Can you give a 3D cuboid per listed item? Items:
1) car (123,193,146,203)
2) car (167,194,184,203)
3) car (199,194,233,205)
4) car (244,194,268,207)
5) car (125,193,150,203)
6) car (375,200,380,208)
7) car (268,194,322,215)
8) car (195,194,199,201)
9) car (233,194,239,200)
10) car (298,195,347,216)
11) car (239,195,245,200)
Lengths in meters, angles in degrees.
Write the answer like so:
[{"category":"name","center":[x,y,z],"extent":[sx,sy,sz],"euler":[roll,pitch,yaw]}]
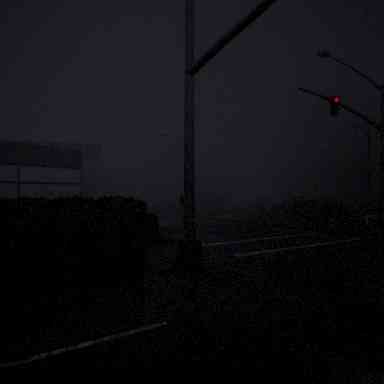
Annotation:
[{"category":"car","center":[-10.972,1.077,63.575],"extent":[3.866,1.878,1.905],"euler":[0,0,-35]},{"category":"car","center":[-2.644,1.097,65.405],"extent":[4.605,1.855,1.932],"euler":[0,0,-35]},{"category":"car","center":[3.931,1.298,54.801],"extent":[4.514,1.523,2.007],"euler":[0,0,-35]},{"category":"car","center":[9.638,1.320,46.598],"extent":[3.633,1.501,1.845],"euler":[0,0,-35]},{"category":"car","center":[-9.562,1.361,60.502],"extent":[3.806,1.475,1.970],"euler":[0,0,-35]},{"category":"car","center":[25.525,1.384,43.097],"extent":[3.806,1.475,1.970],"euler":[0,0,-35]},{"category":"car","center":[10.163,1.330,32.493],"extent":[5.027,1.636,2.152],"euler":[0,0,-35]},{"category":"car","center":[1.562,1.298,76.838],"extent":[4.514,1.523,2.007],"euler":[0,0,-35]},{"category":"car","center":[9.436,1.232,77.890],"extent":[3.806,1.475,1.970],"euler":[0,0,-35]},{"category":"car","center":[12.008,1.340,29.956],"extent":[4.514,1.523,2.007],"euler":[0,0,-35]},{"category":"car","center":[13.388,1.154,72.824],"extent":[5.027,1.636,2.152],"euler":[0,0,-35]}]
